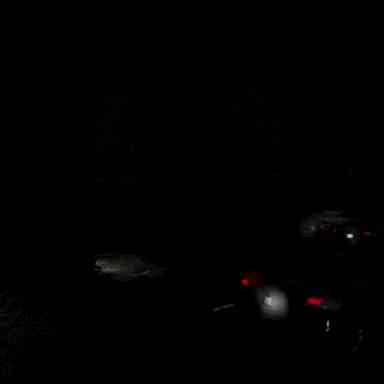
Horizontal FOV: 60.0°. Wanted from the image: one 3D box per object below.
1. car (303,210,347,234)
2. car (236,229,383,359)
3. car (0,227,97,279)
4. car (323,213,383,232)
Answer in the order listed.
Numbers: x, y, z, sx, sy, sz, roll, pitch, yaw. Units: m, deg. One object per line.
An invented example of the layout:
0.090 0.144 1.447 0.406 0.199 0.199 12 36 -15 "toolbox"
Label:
8.383 1.796 19.530 4.674 1.442 1.812 1 -1 -39 "car"
2.805 1.651 6.211 4.181 1.385 1.994 1 -1 -37 "car"
-5.312 1.611 8.600 5.357 1.411 2.033 1 -1 -38 "car"
7.973 1.778 14.730 4.181 1.385 1.994 1 -1 -38 "car"
